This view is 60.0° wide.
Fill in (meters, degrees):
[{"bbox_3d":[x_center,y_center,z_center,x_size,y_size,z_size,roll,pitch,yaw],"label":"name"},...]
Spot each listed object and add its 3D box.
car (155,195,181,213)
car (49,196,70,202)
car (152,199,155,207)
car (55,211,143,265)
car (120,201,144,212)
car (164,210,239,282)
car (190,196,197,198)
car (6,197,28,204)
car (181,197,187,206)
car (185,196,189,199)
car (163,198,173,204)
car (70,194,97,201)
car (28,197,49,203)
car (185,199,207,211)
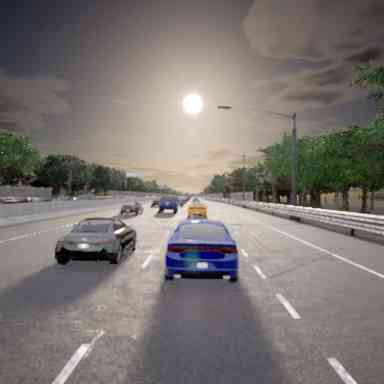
[{"bbox_3d":[-2.863,1.518,41.695,2.150,2.045,5.566,1,-1,1],"label":"car"},{"bbox_3d":[-20.290,1.417,52.919,2.097,1.767,4.553,1,-1,1],"label":"car"},{"bbox_3d":[-6.179,1.926,61.242,1.837,1.490,4.892,1,-1,1],"label":"car"},{"bbox_3d":[-3.204,1.595,11.906,1.994,1.385,4.181,1,0,1],"label":"car"},{"bbox_3d":[-6.431,1.698,35.749,1.812,1.442,4.674,1,-1,1],"label":"car"},{"bbox_3d":[0.274,1.563,10.158,1.882,1.535,5.008,1,0,1],"label":"car"},{"bbox_3d":[1.032,2.374,83.254,1.895,1.301,4.718,1,-1,1],"label":"car"},{"bbox_3d":[-27.275,1.474,52.886,2.033,1.411,5.357,1,-1,1],"label":"car"},{"bbox_3d":[-2.622,2.111,67.119,1.994,1.385,4.181,1,-1,1],"label":"car"},{"bbox_3d":[-2.407,2.273,89.254,1.837,1.490,4.892,1,-1,1],"label":"car"},{"bbox_3d":[-5.973,2.160,82.515,2.128,1.511,4.902,1,-1,1],"label":"car"},{"bbox_3d":[-16.790,1.355,52.765,2.150,2.045,5.566,1,-1,1],"label":"car"},{"bbox_3d":[-23.773,1.498,53.605,2.128,1.511,4.902,1,-1,1],"label":"car"},{"bbox_3d":[0.552,1.770,33.944,1.882,1.535,5.008,1,-1,1],"label":"car"}]
